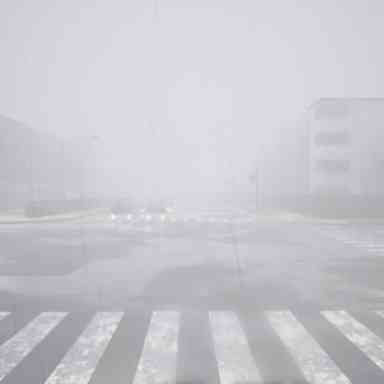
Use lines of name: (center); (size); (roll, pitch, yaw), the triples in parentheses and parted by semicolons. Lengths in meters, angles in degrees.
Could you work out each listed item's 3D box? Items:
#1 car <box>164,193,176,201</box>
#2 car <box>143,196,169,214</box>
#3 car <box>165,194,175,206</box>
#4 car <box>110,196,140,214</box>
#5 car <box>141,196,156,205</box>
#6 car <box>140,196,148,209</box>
car: (-4.549, 1.077, 67.678); (1.882, 1.535, 5.008); (0, 0, -10)
car: (-3.787, 1.518, 35.930); (1.812, 1.442, 4.674); (0, 0, -1)
car: (-3.956, 1.479, 52.359); (2.128, 1.511, 4.902); (0, 0, -1)
car: (-7.281, 1.344, 35.625); (2.097, 1.767, 4.553); (0, 0, 0)
car: (-7.556, 1.477, 58.437); (2.128, 1.511, 4.902); (0, 0, -1)
car: (-7.264, 1.516, 44.506); (1.812, 1.442, 4.674); (0, 0, -1)
